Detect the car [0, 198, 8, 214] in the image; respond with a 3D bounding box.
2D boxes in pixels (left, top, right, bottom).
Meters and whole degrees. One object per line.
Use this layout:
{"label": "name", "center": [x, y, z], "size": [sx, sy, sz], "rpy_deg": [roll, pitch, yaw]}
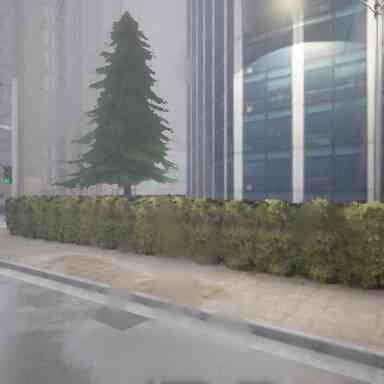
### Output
{"label": "car", "center": [-18.824, 1.352, 32.054], "size": [2.097, 1.767, 4.553], "rpy_deg": [0, 0, 36]}
